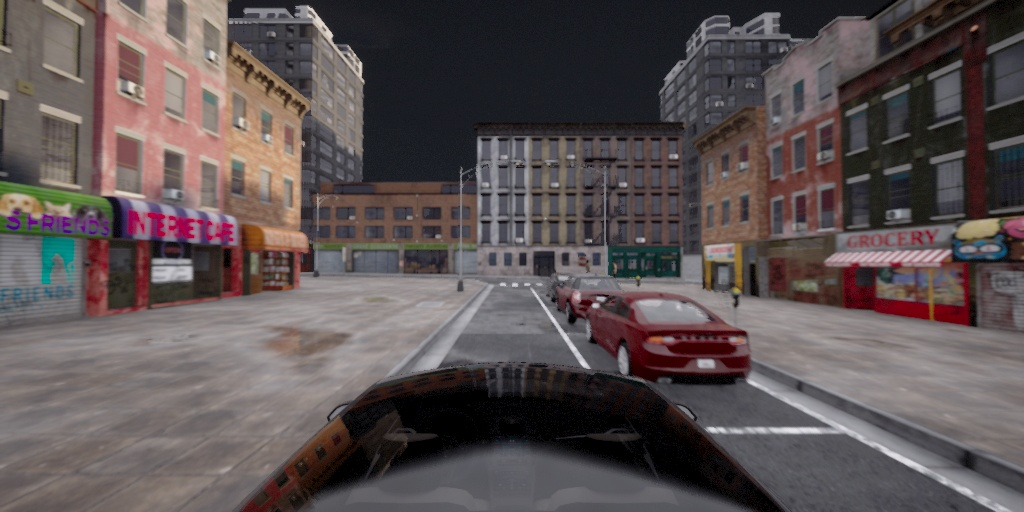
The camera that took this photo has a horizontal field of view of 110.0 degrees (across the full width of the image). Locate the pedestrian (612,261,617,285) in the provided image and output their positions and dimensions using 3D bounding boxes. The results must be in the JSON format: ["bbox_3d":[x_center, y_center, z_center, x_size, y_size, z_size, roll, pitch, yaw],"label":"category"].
[{"bbox_3d":[8.003,1.321,28.043,0.375,1.860,0.375,0,-1,0],"label":"pedestrian"}]

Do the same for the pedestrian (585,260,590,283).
[{"bbox_3d":[6.003,1.212,28.645,0.375,1.860,0.375,0,-1,0],"label":"pedestrian"}]

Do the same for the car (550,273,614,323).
[{"bbox_3d":[2.636,1.320,12.605,1.967,1.591,4.097,0,0,0],"label":"car"}]

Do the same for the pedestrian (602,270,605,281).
[{"bbox_3d":[7.004,1.618,27.437,0.500,1.100,0.500,0,-1,0],"label":"pedestrian"}]

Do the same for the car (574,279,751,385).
[{"bbox_3d":[2.637,1.360,7.102,1.888,1.381,4.507,0,0,0],"label":"car"}]

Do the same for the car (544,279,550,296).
[{"bbox_3d":[2.634,1.497,18.109,2.007,1.370,4.403,0,0,0],"label":"car"}]
